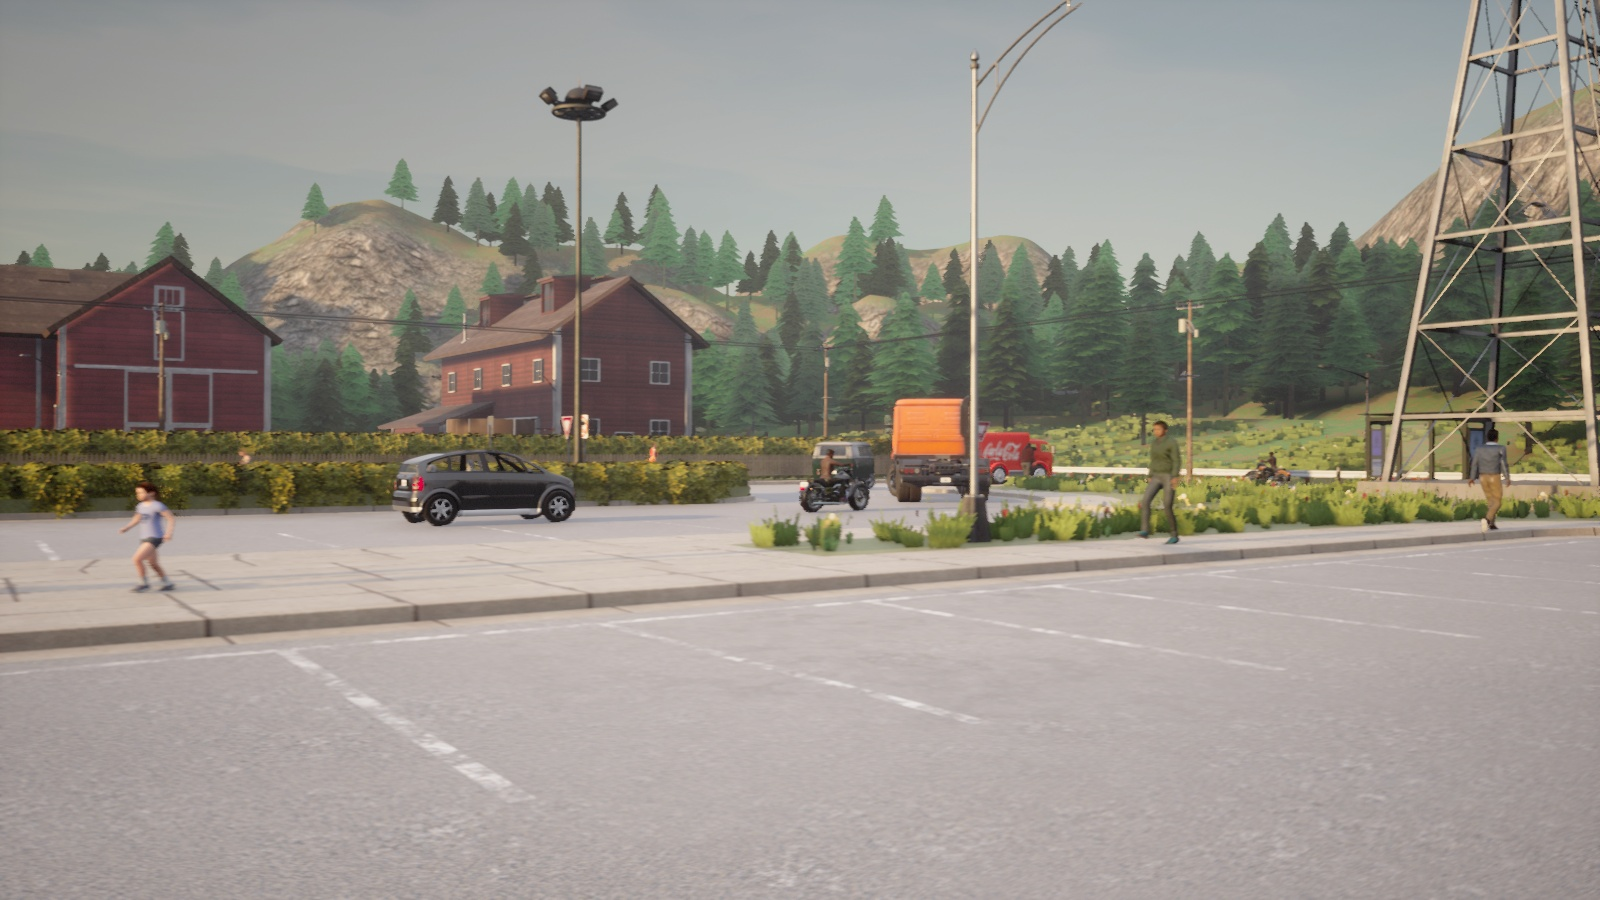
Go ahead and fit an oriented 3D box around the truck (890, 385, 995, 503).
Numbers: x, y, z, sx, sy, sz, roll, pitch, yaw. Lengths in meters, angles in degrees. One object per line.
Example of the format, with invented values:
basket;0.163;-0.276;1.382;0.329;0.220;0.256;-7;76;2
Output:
truck;4.452;-0.147;40.848;2.891;3.462;7.936;0;0;3

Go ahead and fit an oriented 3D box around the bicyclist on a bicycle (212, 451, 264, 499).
bicyclist on a bicycle;-19.206;0.827;42.915;1.509;1.612;0.866;0;0;-34

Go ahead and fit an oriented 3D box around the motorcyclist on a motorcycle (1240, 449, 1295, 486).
motorcyclist on a motorcycle;21.563;0.791;57.952;0.766;1.649;2.350;0;0;-34

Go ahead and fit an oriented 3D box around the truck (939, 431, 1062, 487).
truck;9.285;0.381;57.974;5.204;2.467;2.627;0;0;-33

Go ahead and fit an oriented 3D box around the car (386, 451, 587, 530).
car;-6.562;0.802;26.383;3.705;1.549;1.789;0;0;-34

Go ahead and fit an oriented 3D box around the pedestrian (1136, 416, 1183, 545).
pedestrian;5.215;0.434;18.216;0.614;1.847;0.353;0;0;-36

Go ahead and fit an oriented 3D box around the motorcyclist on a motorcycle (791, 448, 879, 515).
motorcyclist on a motorcycle;0.902;0.771;31.787;2.350;1.649;0.766;0;-1;-42

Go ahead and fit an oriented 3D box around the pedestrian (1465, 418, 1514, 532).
pedestrian;11.996;0.428;21.841;0.788;1.949;0.423;0;0;-34

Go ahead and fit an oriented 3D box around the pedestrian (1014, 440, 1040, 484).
pedestrian;9.689;0.511;53.650;0.899;1.844;0.634;0;0;-39

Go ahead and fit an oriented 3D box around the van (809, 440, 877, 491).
van;1.834;0.621;51.787;1.775;1.987;4.442;0;0;16

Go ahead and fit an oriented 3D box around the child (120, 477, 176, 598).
child;-6.178;0.819;11.908;0.255;1.110;0.394;0;0;34
